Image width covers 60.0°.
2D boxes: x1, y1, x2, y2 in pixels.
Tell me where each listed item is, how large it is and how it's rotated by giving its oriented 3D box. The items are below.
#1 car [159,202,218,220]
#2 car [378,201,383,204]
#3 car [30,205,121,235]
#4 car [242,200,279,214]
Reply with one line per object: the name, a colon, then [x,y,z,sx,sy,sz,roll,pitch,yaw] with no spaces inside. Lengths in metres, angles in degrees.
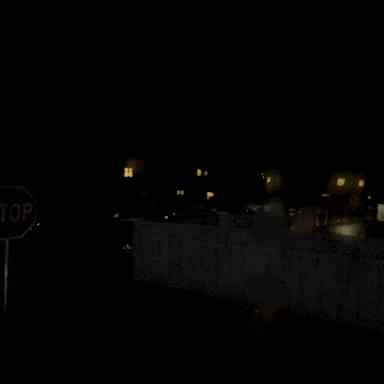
car: [-0.117,1.496,26.628,2.033,1.411,5.357,4,2,41]
car: [28.082,1.858,46.685,5.008,1.535,1.882,0,2,-33]
car: [-6.549,1.462,18.762,2.033,1.411,5.357,4,2,38]
car: [7.094,1.555,34.013,4.674,1.442,1.812,1,2,-43]
